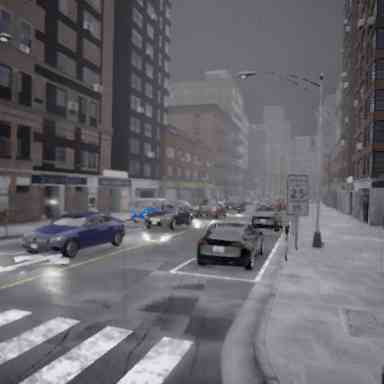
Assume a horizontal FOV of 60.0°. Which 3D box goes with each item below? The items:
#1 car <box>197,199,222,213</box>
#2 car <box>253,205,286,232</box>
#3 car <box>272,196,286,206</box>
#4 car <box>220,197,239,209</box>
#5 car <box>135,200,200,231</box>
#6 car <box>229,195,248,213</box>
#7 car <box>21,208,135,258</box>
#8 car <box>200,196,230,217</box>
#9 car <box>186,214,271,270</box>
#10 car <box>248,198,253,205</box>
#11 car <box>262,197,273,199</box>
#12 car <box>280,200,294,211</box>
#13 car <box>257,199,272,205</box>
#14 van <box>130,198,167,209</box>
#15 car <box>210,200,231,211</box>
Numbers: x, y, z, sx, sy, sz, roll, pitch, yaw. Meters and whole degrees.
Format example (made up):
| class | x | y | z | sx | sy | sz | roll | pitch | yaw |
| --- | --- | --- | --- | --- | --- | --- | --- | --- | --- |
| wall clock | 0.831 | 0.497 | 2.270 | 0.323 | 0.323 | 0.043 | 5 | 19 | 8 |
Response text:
| class | x | y | z | sx | sy | sz | roll | pitch | yaw |
| --- | --- | --- | --- | --- | --- | --- | --- | --- | --- |
| car | 2.152 | 1.663 | 40.261 | 1.752 | 1.417 | 4.829 | 1 | 0 | 19 |
| car | 4.974 | 1.793 | 22.066 | 1.947 | 1.339 | 4.313 | 1 | 0 | 19 |
| car | 12.048 | 1.712 | 42.886 | 2.192 | 1.841 | 5.009 | 1 | 0 | 19 |
| car | 5.742 | 1.671 | 50.833 | 1.967 | 1.590 | 4.097 | 1 | 0 | 19 |
| car | -1.416 | 1.554 | 21.747 | 2.128 | 1.511 | 4.902 | 2 | 0 | 19 |
| car | 5.191 | 1.438 | 41.092 | 2.150 | 2.045 | 5.566 | 2 | 0 | 16 |
| car | -4.365 | 1.524 | 13.062 | 1.812 | 1.442 | 4.674 | 2 | 0 | 20 |
| car | 1.813 | 1.487 | 31.218 | 2.097 | 1.767 | 4.553 | 2 | 0 | 19 |
| car | 1.439 | 1.716 | 11.657 | 1.947 | 1.339 | 4.313 | 1 | 0 | 19 |
| car | 11.042 | 1.926 | 66.447 | 1.887 | 1.381 | 4.507 | 1 | 0 | 19 |
| car | 13.005 | 1.950 | 54.278 | 1.812 | 1.442 | 4.674 | 2 | 0 | 19 |
| car | 13.865 | 1.970 | 48.252 | 1.752 | 1.417 | 4.829 | 1 | 0 | 19 |
| car | 9.806 | 1.938 | 44.852 | 1.895 | 1.301 | 4.718 | 2 | 0 | 19 |
| van | -3.091 | 1.355 | 24.808 | 1.690 | 1.788 | 3.998 | 1 | 0 | 19 |
| car | 3.973 | 1.766 | 45.627 | 1.802 | 1.307 | 4.206 | 1 | 0 | 19 |
